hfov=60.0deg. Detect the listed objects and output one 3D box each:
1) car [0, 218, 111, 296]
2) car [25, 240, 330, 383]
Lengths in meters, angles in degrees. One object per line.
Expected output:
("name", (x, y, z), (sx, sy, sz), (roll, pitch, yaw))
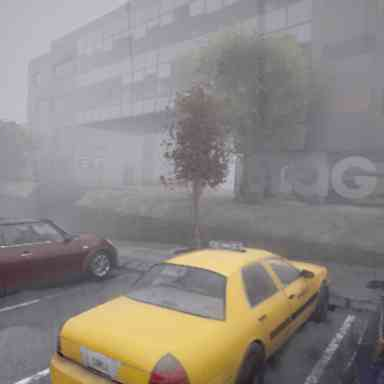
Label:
("car", (-4.008, 1.405, 8.105), (2.185, 1.767, 4.553), (0, 0, 36))
("car", (0.668, 1.492, 5.035), (1.946, 1.575, 5.366), (0, 0, 36))
